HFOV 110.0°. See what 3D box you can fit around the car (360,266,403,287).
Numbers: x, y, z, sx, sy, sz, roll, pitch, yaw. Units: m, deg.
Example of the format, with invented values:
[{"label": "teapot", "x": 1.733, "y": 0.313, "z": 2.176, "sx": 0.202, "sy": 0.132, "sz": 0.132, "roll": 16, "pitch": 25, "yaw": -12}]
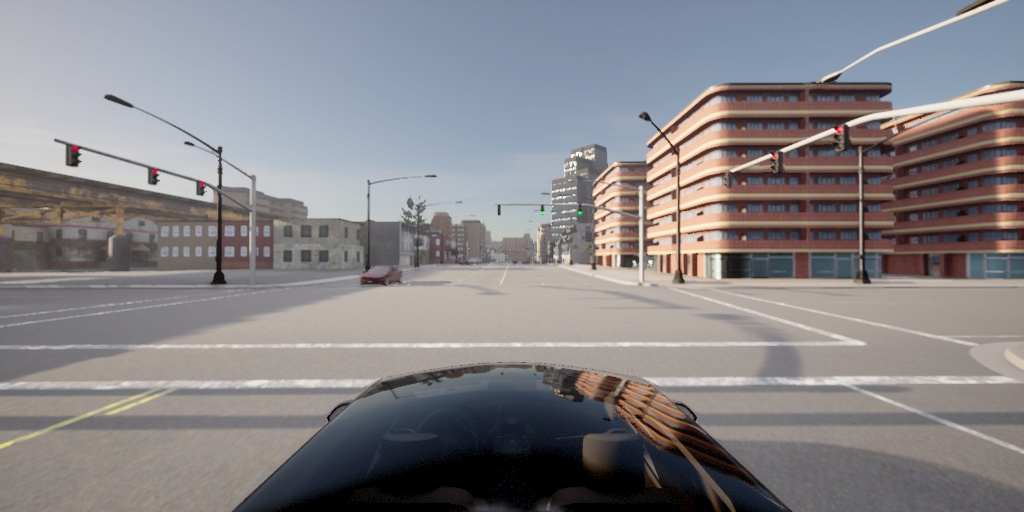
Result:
[{"label": "car", "x": -9.754, "y": 1.484, "z": 27.139, "sx": 1.882, "sy": 1.535, "sz": 5.008, "roll": 0, "pitch": 1, "yaw": 0}]
